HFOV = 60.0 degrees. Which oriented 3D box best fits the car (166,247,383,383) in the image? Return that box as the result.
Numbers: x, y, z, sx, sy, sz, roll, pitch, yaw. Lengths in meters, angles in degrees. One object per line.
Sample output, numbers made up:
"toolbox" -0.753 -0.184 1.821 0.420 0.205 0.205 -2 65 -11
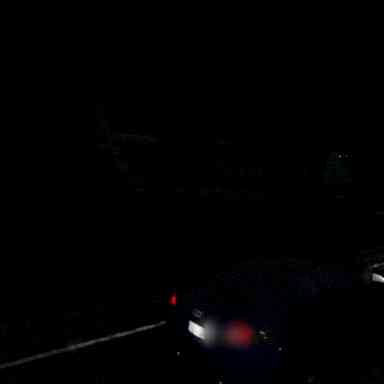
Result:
"car" 1.708 1.548 4.971 4.181 1.385 1.994 0 0 -35
